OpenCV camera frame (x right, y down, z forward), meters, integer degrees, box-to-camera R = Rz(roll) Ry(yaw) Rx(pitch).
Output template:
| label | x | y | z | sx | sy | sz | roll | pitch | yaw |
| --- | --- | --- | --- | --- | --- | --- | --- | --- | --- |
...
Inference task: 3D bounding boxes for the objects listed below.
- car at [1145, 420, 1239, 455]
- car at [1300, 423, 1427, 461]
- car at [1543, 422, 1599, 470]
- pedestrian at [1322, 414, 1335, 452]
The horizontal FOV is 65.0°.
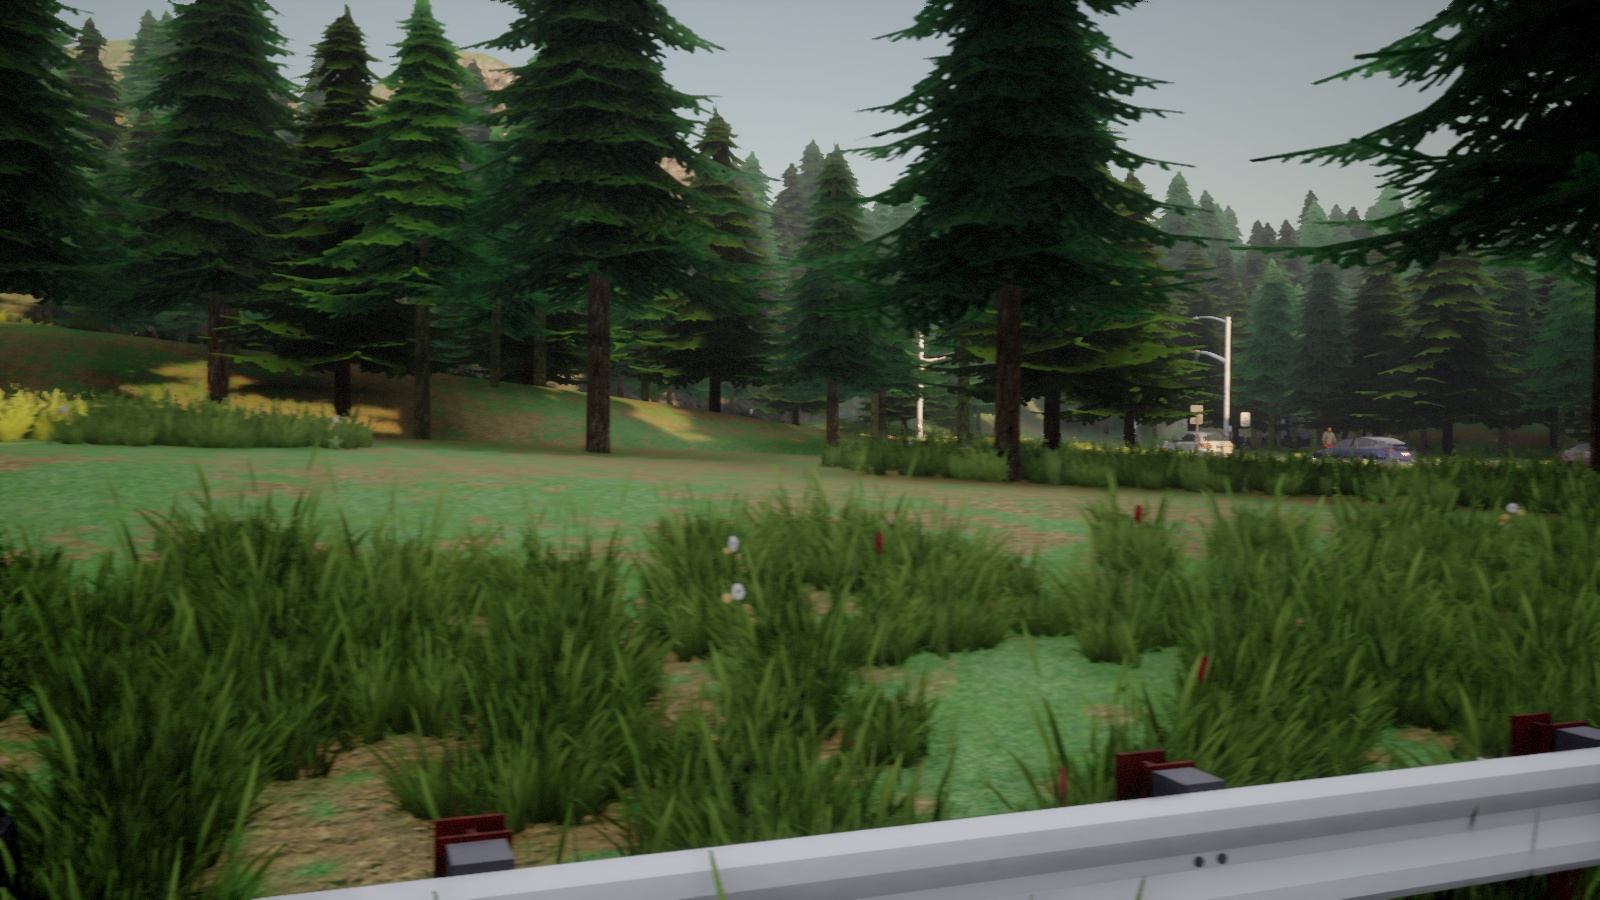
| label | x | y | z | sx | sy | sz | roll | pitch | yaw |
| --- | --- | --- | --- | --- | --- | --- | --- | --- | --- |
| car | 19.875 | -0.638 | 63.848 | 2.242 | 1.667 | 4.611 | -1 | 1 | -20 |
| car | 23.735 | -0.350 | 53.090 | 2.163 | 1.488 | 4.792 | -1 | 1 | -20 |
| car | 25.640 | -0.130 | 38.328 | 2.163 | 1.488 | 4.792 | -1 | 1 | -22 |
| pedestrian | 25.550 | -0.831 | 60.713 | 0.353 | 1.847 | 0.614 | -1 | 1 | -5 |
